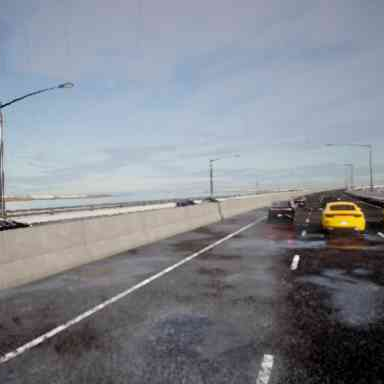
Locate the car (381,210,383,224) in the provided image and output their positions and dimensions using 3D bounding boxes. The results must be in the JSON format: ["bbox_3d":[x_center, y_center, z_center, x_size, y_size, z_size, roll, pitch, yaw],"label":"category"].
[{"bbox_3d":[12.073,1.251,18.827,1.994,1.385,4.181,-2,0,21],"label":"car"}]

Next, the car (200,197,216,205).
[{"bbox_3d":[2.731,1.580,53.607,1.812,1.442,4.674,-2,0,22],"label":"car"}]

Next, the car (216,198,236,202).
[{"bbox_3d":[5.772,1.558,51.789,1.895,1.301,4.718,-2,0,22],"label":"car"}]

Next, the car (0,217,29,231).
[{"bbox_3d":[-8.852,1.796,13.386,2.128,1.511,4.902,-2,0,20],"label":"car"}]

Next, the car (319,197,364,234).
[{"bbox_3d":[8.008,1.285,17.966,1.882,1.535,5.008,-2,0,21],"label":"car"}]

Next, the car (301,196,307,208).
[{"bbox_3d":[13.308,1.196,41.763,2.128,1.511,4.902,-2,0,21],"label":"car"}]

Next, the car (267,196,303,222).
[{"bbox_3d":[6.751,1.356,24.592,2.128,1.511,4.902,-2,0,21],"label":"car"}]

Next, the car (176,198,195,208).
[{"bbox_3d":[-1.073,1.734,53.486,1.994,1.385,4.181,-2,0,22],"label":"car"}]
